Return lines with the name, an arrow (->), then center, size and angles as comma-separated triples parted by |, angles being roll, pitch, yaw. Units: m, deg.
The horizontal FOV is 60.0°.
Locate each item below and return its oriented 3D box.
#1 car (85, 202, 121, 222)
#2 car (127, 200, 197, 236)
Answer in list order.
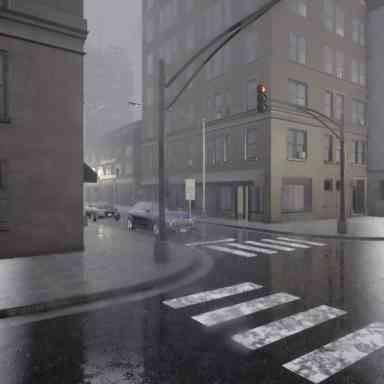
car -> -7.014, 1.433, 25.317 | 1.994, 1.385, 4.181 | 0, 0, -35
car -> -1.717, 1.269, 17.916 | 2.097, 1.767, 4.553 | 0, 0, -36
